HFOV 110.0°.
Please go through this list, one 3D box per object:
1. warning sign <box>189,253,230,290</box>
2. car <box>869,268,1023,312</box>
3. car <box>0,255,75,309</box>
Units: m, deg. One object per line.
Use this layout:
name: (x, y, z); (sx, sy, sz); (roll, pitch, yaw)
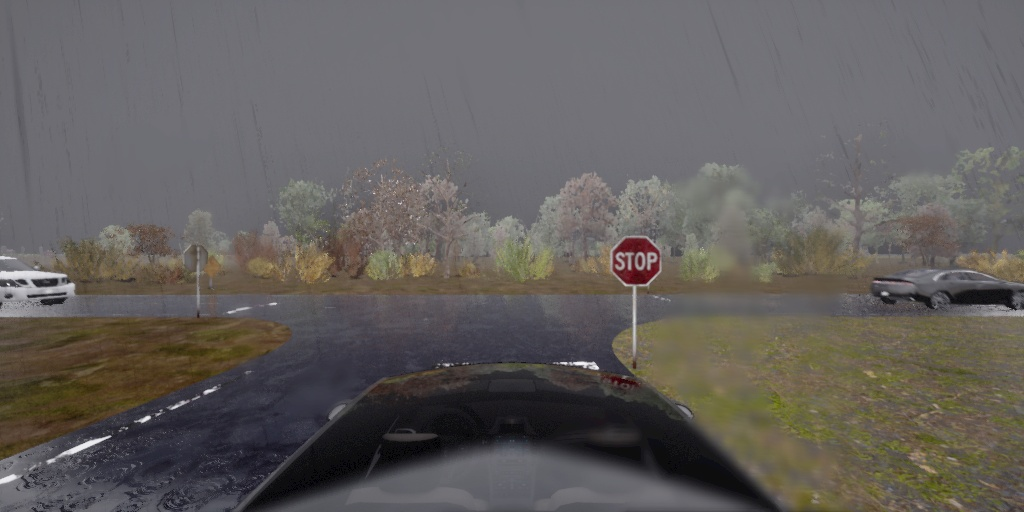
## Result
warning sign: (-16.172, 0.890, 19.308); (1.060, 1.860, 1.300); (0, 0, 0)
car: (16.529, 1.223, 13.554); (4.902, 1.511, 2.128); (0, 0, 0)
car: (-20.260, 0.981, 13.564); (5.566, 2.045, 2.150); (0, 0, 0)
